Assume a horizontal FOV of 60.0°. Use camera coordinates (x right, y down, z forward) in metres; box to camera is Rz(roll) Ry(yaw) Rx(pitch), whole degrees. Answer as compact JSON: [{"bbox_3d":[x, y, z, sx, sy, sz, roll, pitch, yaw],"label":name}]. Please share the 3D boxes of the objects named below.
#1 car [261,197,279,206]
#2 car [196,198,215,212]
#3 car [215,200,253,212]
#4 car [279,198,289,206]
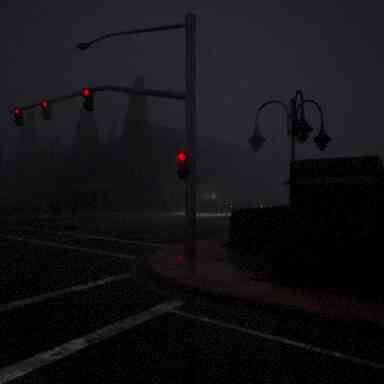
[{"bbox_3d":[13.044,1.565,53.438,2.033,1.411,5.357,0,0,37],"label":"car"},{"bbox_3d":[1.281,1.478,37.998,2.128,1.511,4.902,0,0,37],"label":"car"},{"bbox_3d":[4.868,1.590,36.942,1.895,1.301,4.718,0,0,37],"label":"car"},{"bbox_3d":[15.838,1.604,51.331,2.033,1.411,5.357,0,0,37],"label":"car"}]
